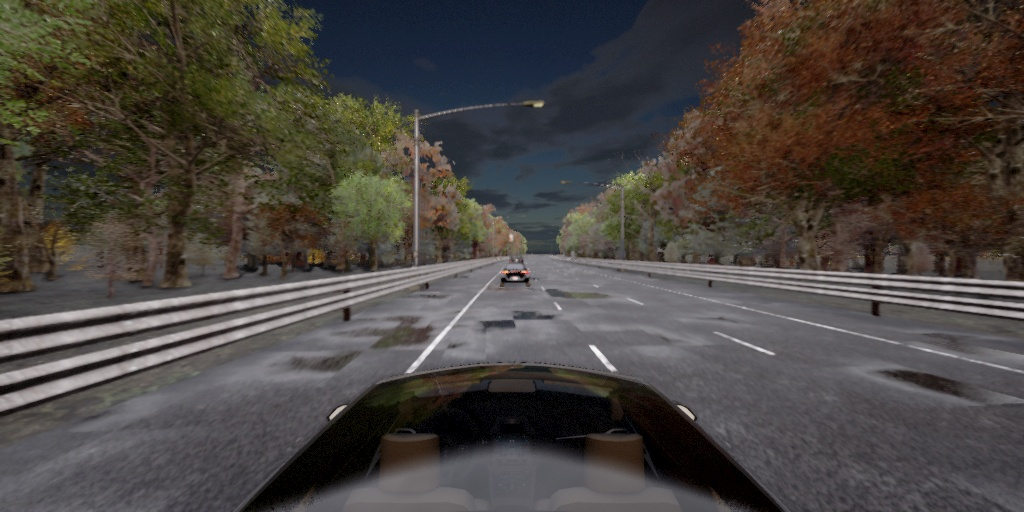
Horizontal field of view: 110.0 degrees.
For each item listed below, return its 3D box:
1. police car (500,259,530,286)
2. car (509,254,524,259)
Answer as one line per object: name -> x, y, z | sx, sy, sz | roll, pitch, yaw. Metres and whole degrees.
police car -> 0.219, 1.177, 24.342 | 2.038, 1.542, 4.974 | 0, 0, 1
car -> 0.712, 0.772, 55.964 | 2.150, 2.045, 5.566 | 0, 0, 2
